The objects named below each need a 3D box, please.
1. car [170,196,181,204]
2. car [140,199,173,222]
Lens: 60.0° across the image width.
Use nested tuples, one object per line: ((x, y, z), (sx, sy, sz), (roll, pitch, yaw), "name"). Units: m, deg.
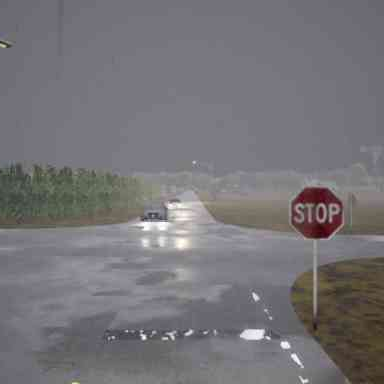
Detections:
((-2.872, 1.352, 58.408), (1.895, 1.301, 4.718), (0, 0, 0), "car")
((-2.803, 1.535, 26.039), (1.994, 1.385, 4.181), (0, 0, 0), "car")
